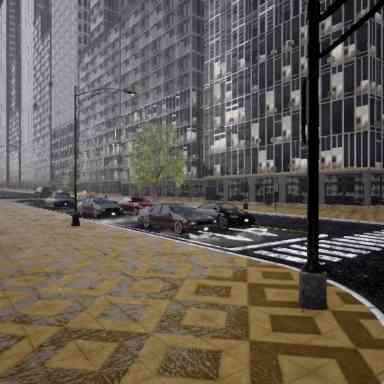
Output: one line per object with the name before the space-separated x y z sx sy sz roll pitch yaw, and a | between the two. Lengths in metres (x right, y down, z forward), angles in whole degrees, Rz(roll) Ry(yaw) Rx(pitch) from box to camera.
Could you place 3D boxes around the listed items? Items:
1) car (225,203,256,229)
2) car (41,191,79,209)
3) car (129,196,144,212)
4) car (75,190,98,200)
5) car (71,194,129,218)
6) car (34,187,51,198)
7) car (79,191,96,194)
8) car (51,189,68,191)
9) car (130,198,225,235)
car | 1.715 1.313 19.520 1.994 1.385 4.181 0 1 -38
car | -13.403 0.942 33.558 1.994 1.385 4.181 0 1 -38
car | -4.616 1.087 27.589 1.812 1.442 4.674 0 1 -38
car | -17.470 0.491 54.925 1.882 1.535 5.008 0 1 -38
car | -7.194 1.111 25.611 2.033 1.411 5.357 0 1 -38
car | -28.483 -0.020 63.759 2.150 2.045 5.566 0 1 -38
car | -11.032 0.918 35.800 2.033 1.411 5.357 0 1 -38
car | -25.358 0.278 65.036 1.837 1.490 4.892 0 1 -38
car | -0.975 1.295 17.684 2.033 1.411 5.357 0 1 -38
